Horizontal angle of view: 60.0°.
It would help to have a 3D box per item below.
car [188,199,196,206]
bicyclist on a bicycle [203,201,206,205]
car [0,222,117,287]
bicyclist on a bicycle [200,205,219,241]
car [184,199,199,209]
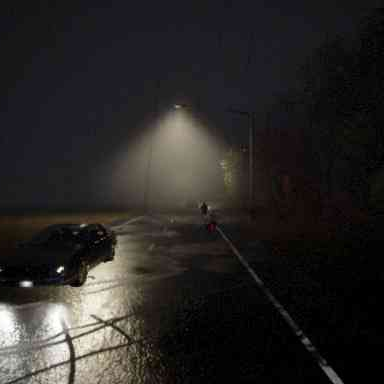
[{"bbox_3d":[-0.009,2.214,73.558,1.812,1.442,4.674,0,-1,0],"label":"car"},{"bbox_3d":[0.960,1.617,26.226,0.659,1.776,1.843,0,0,0],"label":"bicyclist on a bicycle"},{"bbox_3d":[-3.603,1.641,9.899,2.033,1.411,5.357,0,-1,0],"label":"car"},{"bbox_3d":[0.994,1.594,16.735,0.866,1.612,1.509,0,-1,0],"label":"bicyclist on a bicycle"},{"bbox_3d":[0.093,2.088,55.793,1.994,1.385,4.181,0,0,0],"label":"car"}]
